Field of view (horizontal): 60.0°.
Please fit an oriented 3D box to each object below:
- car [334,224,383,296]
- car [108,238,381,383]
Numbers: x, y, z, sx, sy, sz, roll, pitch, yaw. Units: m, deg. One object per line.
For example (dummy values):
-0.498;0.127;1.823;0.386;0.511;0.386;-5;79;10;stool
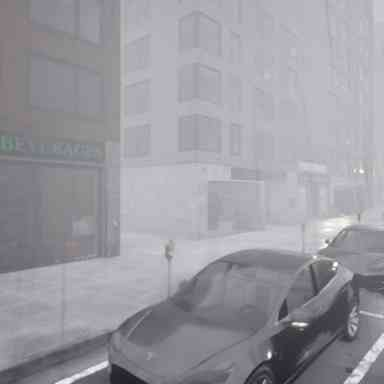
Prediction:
4.656;1.567;8.706;1.947;1.339;4.313;0;0;42;car
0.939;1.565;4.618;1.947;1.339;4.313;0;0;42;car
